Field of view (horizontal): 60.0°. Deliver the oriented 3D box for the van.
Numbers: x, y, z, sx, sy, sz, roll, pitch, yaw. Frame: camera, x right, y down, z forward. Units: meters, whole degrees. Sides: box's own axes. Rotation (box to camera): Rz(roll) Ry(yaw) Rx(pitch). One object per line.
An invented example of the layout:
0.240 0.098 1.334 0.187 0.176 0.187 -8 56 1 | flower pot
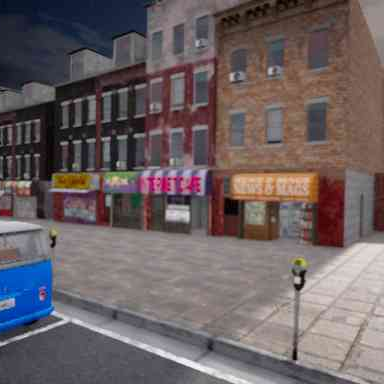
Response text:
-4.106 1.334 5.714 3.998 1.788 1.690 0 1 36 | van
